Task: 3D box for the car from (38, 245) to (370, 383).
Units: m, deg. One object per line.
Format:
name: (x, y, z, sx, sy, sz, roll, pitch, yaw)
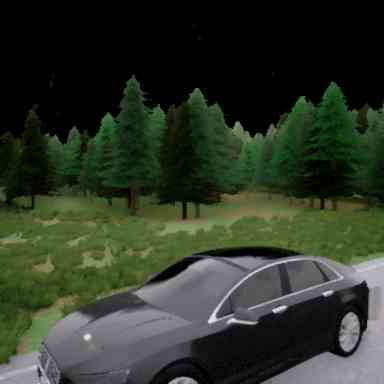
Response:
car: (0.559, 1.581, 4.589, 4.892, 1.490, 1.837, 0, -1, -35)
